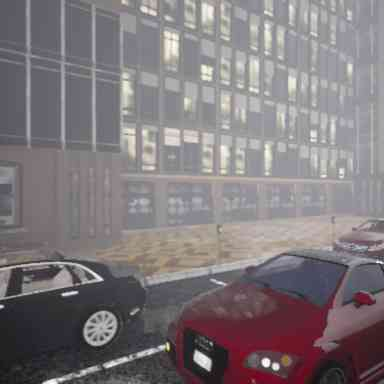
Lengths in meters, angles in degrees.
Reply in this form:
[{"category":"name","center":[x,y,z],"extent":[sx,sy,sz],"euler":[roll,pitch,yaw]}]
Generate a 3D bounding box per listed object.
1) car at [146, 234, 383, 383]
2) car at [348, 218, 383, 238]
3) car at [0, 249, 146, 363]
[{"category":"car","center":[1.731,1.561,4.613],"extent":[4.181,1.385,1.994],"euler":[0,0,-36]},{"category":"car","center":[6.508,1.570,11.205],"extent":[4.206,1.307,1.802],"euler":[0,0,-36]},{"category":"car","center":[-2.759,1.551,4.593],"extent":[4.403,1.369,2.008],"euler":[0,0,-36]}]
